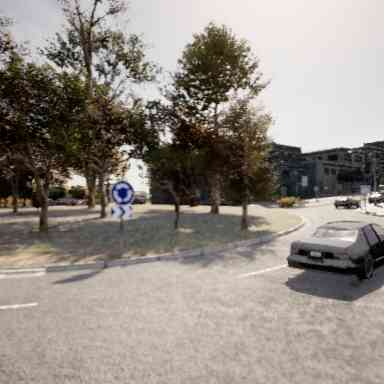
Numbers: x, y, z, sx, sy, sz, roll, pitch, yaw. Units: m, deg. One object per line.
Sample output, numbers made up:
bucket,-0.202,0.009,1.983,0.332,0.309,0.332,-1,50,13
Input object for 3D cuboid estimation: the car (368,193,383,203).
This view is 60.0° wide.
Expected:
car,28.601,0.900,50.465,4.181,1.385,1.994,-4,1,-31

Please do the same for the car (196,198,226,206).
car,3.091,1.563,50.172,5.357,1.411,2.033,-1,-3,40

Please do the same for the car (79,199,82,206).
car,-31.507,2.629,83.767,5.566,2.045,2.435,1,-3,-28

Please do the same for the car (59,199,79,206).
car,-31.963,2.880,86.670,4.553,1.767,2.185,1,-3,-28

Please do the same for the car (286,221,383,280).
car,4.979,1.616,10.306,5.357,1.411,2.033,-1,-1,-44

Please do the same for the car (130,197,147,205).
car,-9.968,1.567,56.919,4.892,1.490,1.837,-1,-3,35

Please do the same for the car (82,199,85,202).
car,-32.491,3.120,89.526,5.366,1.575,1.946,1,-2,-28

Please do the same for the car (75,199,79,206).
car,-31.136,2.501,80.790,5.566,2.045,2.435,1,-3,-28

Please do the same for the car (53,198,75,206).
car,-30.680,2.626,77.857,4.892,1.521,2.231,1,-3,-29

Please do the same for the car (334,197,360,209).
car,20.544,1.384,44.095,4.902,1.511,2.128,-2,0,-43
